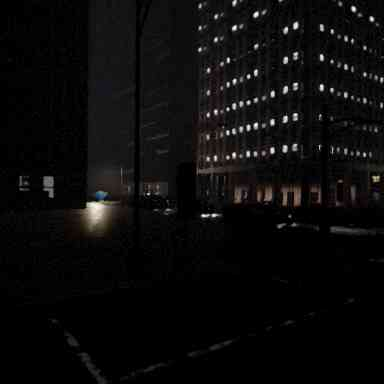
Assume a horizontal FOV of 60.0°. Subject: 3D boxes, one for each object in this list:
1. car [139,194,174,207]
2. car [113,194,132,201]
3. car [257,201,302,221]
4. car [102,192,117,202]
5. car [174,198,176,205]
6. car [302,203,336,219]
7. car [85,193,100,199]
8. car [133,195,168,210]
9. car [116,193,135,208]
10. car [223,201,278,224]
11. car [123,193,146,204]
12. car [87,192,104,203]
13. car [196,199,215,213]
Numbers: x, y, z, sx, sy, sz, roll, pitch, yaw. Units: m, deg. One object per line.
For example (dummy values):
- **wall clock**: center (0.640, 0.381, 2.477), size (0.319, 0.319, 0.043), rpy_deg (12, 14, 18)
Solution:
- **car**: center (-4.747, 1.147, 43.238), size (2.097, 1.767, 4.553), rpy_deg (1, 0, -33)
- **car**: center (-13.803, 1.138, 66.026), size (1.947, 1.339, 4.313), rpy_deg (1, 0, -36)
- **car**: center (5.873, 1.498, 26.434), size (2.128, 1.511, 4.902), rpy_deg (1, 0, -32)
- **car**: center (-15.416, 1.125, 63.966), size (1.994, 1.385, 4.181), rpy_deg (1, 0, -36)
- **car**: center (-4.208, 1.198, 52.543), size (1.967, 1.590, 4.097), rpy_deg (1, 0, -34)
- **car**: center (10.599, 1.632, 29.387), size (1.802, 1.307, 4.206), rpy_deg (1, 0, -32)
- **car**: center (-23.731, 0.927, 79.280), size (1.887, 1.381, 4.507), rpy_deg (1, 0, -38)
- **car**: center (-4.880, 1.397, 38.708), size (1.802, 1.307, 4.206), rpy_deg (1, 0, -33)
- **car**: center (-7.812, 1.283, 43.215), size (1.752, 1.417, 4.829), rpy_deg (1, 0, -33)
- **car**: center (3.963, 1.574, 24.719), size (1.802, 1.307, 4.206), rpy_deg (1, 0, -32)
- **car**: center (-9.627, 1.026, 55.772), size (2.097, 1.767, 4.553), rpy_deg (1, 0, -34)
- **car**: center (-17.306, 1.114, 57.132), size (1.887, 1.381, 4.507), rpy_deg (1, 0, -35)
- **car**: center (0.604, 1.466, 34.840), size (1.994, 1.385, 4.181), rpy_deg (1, 0, -33)
